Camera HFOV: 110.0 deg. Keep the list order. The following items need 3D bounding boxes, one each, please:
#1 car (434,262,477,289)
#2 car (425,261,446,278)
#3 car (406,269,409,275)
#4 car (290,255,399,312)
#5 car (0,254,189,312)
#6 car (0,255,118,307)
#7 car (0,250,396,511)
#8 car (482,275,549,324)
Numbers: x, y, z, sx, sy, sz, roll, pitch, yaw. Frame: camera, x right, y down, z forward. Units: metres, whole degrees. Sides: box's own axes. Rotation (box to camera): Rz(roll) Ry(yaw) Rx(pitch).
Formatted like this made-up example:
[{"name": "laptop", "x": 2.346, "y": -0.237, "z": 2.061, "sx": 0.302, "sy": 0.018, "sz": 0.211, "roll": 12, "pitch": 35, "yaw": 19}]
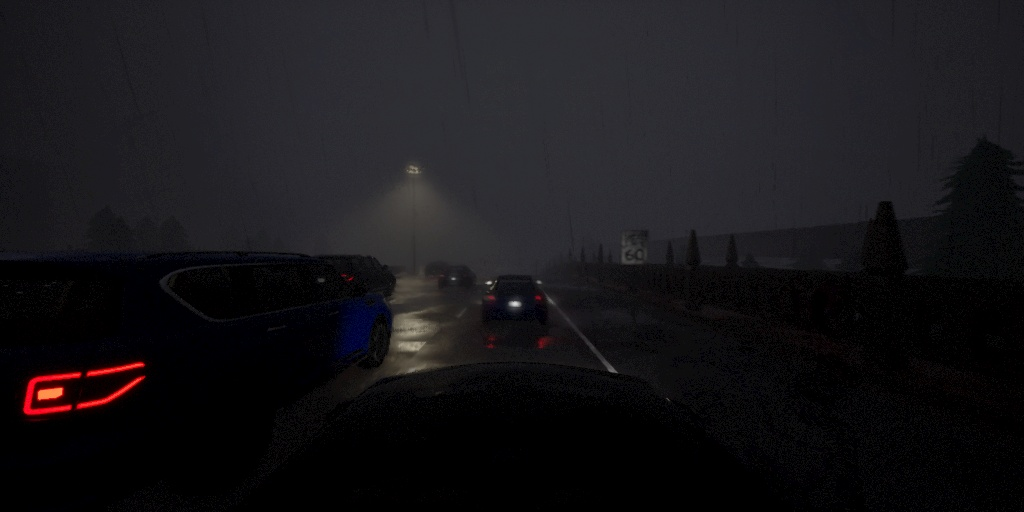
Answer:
[{"name": "car", "x": -3.405, "y": 1.301, "z": 22.889, "sx": 1.994, "sy": 1.385, "sz": 4.181, "roll": 0, "pitch": 0, "yaw": 0}, {"name": "car", "x": -6.909, "y": 1.260, "z": 34.228, "sx": 1.882, "sy": 1.535, "sz": 5.008, "roll": 0, "pitch": -1, "yaw": 0}, {"name": "car", "x": -17.572, "y": 2.397, "z": 55.548, "sx": 2.097, "sy": 1.767, "sz": 4.553, "roll": 0, "pitch": -6, "yaw": 0}, {"name": "car", "x": -6.903, "y": 0.964, "z": 15.644, "sx": 2.150, "sy": 2.045, "sz": 5.566, "roll": 0, "pitch": 0, "yaw": 0}, {"name": "car", "x": -17.603, "y": 0.963, "z": 15.561, "sx": 2.150, "sy": 2.045, "sz": 5.566, "roll": 0, "pitch": 0, "yaw": 0}, {"name": "car", "x": -21.103, "y": 0.963, "z": 15.438, "sx": 2.150, "sy": 2.045, "sz": 5.566, "roll": 0, "pitch": 0, "yaw": 0}, {"name": "car", "x": -3.403, "y": 0.970, "z": 4.651, "sx": 2.150, "sy": 2.045, "sz": 5.566, "roll": 0, "pitch": 0, "yaw": 0}, {"name": "car", "x": 0.095, "y": 1.308, "z": 11.924, "sx": 1.994, "sy": 1.385, "sz": 4.181, "roll": 0, "pitch": 0, "yaw": 0}]
